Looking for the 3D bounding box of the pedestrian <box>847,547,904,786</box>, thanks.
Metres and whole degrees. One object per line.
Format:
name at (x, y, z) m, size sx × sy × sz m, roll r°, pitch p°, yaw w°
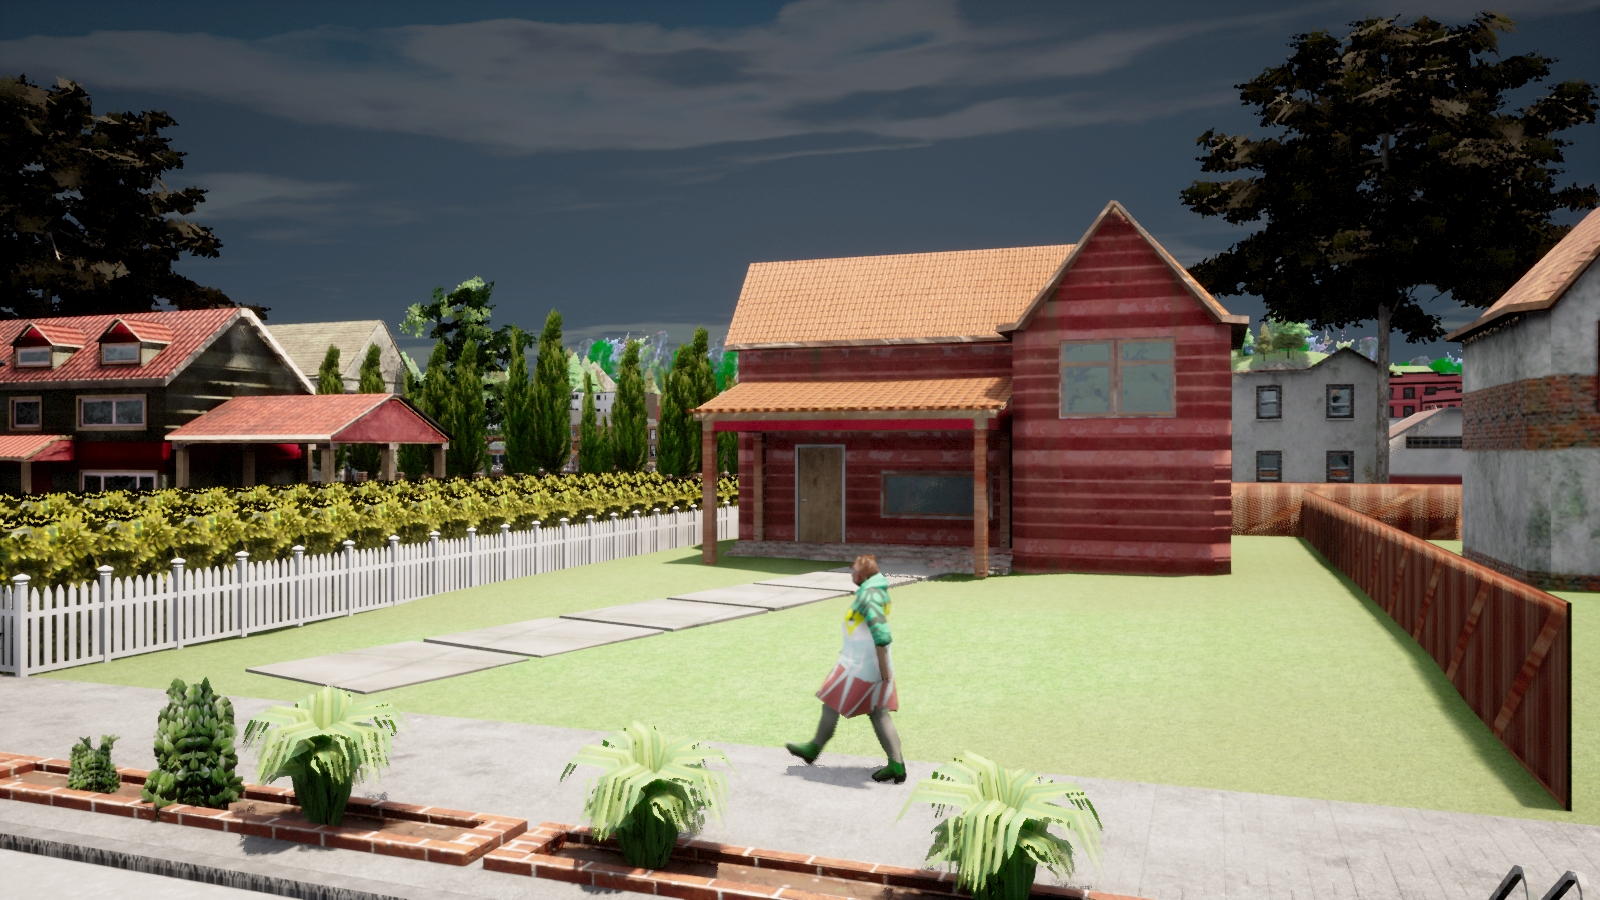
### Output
pedestrian at (0.617, 1.744, 9.325) m, size 0.375 × 1.860 × 0.375 m, roll 0°, pitch 0°, yaw 20°
